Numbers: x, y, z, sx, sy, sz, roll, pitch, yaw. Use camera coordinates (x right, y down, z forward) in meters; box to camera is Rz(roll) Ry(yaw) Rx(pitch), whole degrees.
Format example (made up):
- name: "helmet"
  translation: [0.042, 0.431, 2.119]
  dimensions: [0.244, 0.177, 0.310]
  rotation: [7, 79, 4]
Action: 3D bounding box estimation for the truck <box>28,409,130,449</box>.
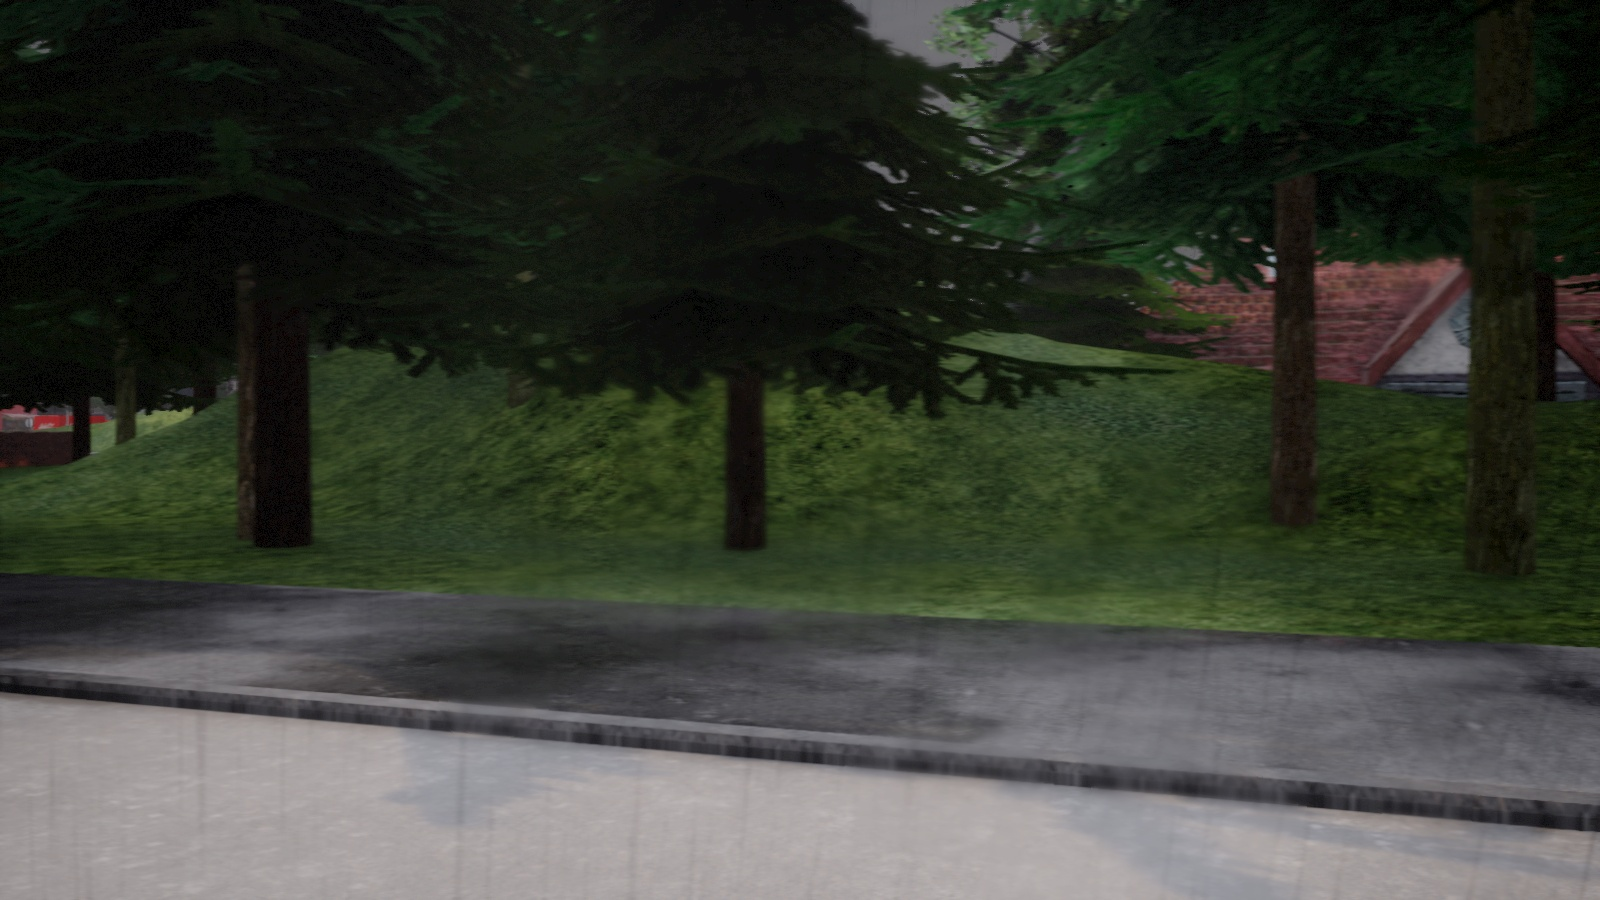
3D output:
- name: "truck"
  translation: [-46.017, -1.320, 80.320]
  dimensions: [2.627, 2.467, 5.204]
  rotation: [1, 1, 19]
